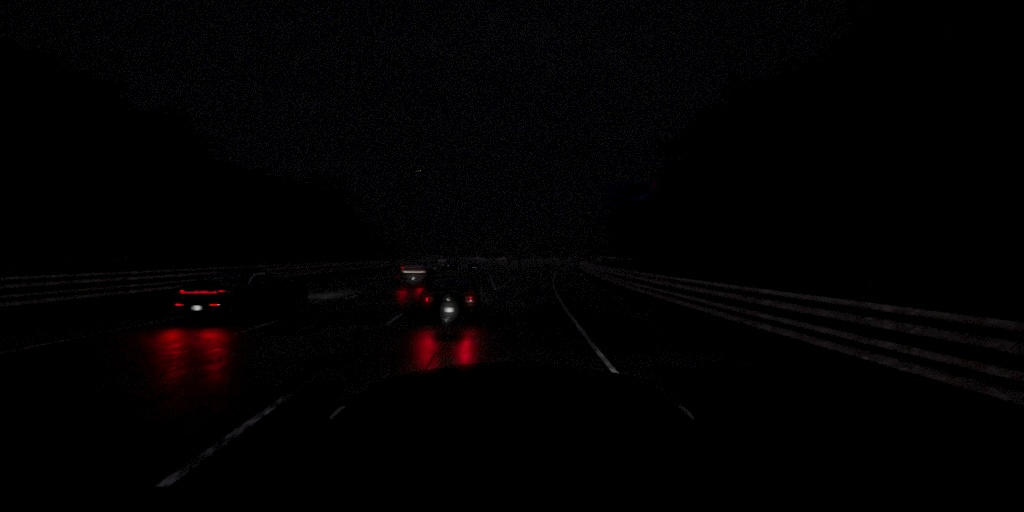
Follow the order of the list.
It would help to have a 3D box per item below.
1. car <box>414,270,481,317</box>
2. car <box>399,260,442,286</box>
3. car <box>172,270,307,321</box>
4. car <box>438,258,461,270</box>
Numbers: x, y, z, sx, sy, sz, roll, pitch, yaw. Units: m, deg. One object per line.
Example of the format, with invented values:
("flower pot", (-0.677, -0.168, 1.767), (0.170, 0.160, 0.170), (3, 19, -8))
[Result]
("car", (-2.074, 1.342, 13.046), (1.895, 1.301, 4.718), (0, 0, -5))
("car", (-6.464, 1.220, 25.154), (2.128, 1.511, 4.902), (0, 0, -5))
("car", (-8.944, 1.220, 12.367), (2.128, 1.511, 4.902), (0, 0, -5))
("car", (-8.535, 1.314, 49.077), (2.033, 1.411, 5.357), (0, 0, -6))
